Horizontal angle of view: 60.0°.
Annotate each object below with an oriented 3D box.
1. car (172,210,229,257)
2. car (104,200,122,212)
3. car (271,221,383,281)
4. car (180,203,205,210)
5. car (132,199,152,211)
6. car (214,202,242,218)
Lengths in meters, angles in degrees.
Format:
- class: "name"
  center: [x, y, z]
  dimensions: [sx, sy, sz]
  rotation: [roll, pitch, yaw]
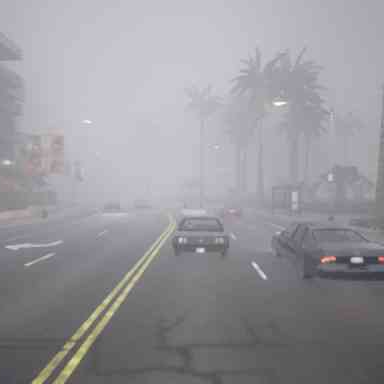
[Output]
- class: "car"
  center: [0.344, 1.612, 13.053]
  dimensions: [1.895, 1.301, 4.718]
  rotation: [0, 0, 1]
- class: "car"
  center: [-9.178, 1.591, 38.584]
  dimensions: [1.895, 1.301, 4.718]
  rotation: [0, 0, -15]
- class: "car"
  center: [3.763, 1.571, 9.949]
  dimensions: [2.033, 1.411, 5.357]
  rotation: [0, 0, 2]
- class: "car"
  center: [-0.034, 1.622, 28.238]
  dimensions: [1.895, 1.301, 4.718]
  rotation: [0, 0, -5]
- class: "car"
  center: [-6.198, 1.551, 40.907]
  dimensions: [2.033, 1.411, 5.357]
  rotation: [0, 0, -17]
- class: "car"
  center: [3.219, 1.600, 30.352]
  dimensions: [1.994, 1.385, 4.181]
  rotation: [0, 0, -6]
